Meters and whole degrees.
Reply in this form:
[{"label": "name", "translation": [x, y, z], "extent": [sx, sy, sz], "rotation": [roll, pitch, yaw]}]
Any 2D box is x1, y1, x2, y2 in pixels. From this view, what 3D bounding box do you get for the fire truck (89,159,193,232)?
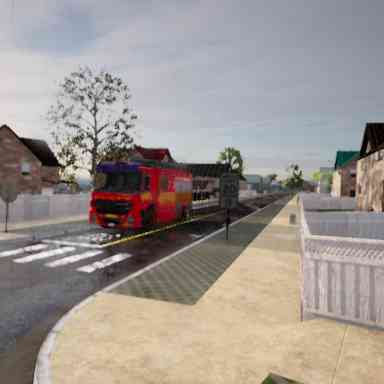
[{"label": "fire truck", "translation": [-2.561, 0.099, 20.110], "extent": [2.891, 3.827, 8.468], "rotation": [2, 1, 18]}]
